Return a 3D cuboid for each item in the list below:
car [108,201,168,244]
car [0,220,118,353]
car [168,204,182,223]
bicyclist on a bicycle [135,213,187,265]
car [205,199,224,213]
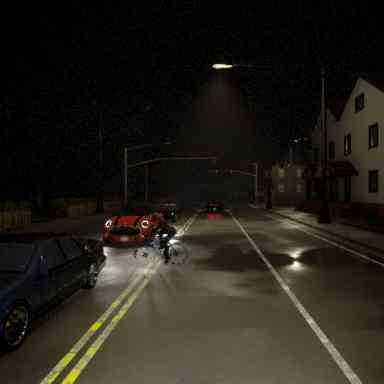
[{"bbox_3d":[-2.624,1.352,15.889,2.097,1.767,4.553,0,0,4],"label":"car"},{"bbox_3d":[-3.266,1.547,6.456,2.033,1.411,5.357,0,0,4],"label":"car"},{"bbox_3d":[-1.946,1.601,25.727,1.895,1.301,4.718,0,0,4],"label":"car"},{"bbox_3d":[-0.975,1.455,10.212,1.656,1.620,0.582,-2,0,4],"label":"bicyclist on a bicycle"},{"bbox_3d":[2.479,1.505,36.442,1.837,1.490,4.892,0,0,4],"label":"car"}]
